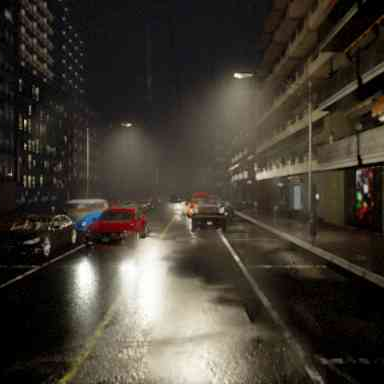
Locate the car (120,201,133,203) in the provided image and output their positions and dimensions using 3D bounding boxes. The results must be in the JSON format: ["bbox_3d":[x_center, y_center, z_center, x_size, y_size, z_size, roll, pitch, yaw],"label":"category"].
[{"bbox_3d":[-5.692,1.492,23.586,1.887,1.381,4.507,0,0,0],"label":"car"}]

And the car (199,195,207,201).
[{"bbox_3d":[2.691,1.433,84.337,1.947,1.339,4.313,0,0,0],"label":"car"}]

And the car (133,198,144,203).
[{"bbox_3d":[-5.692,1.502,29.109,1.947,1.339,4.313,0,0,0],"label":"car"}]

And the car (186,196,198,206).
[{"bbox_3d":[0.002,1.406,52.119,1.837,1.490,4.892,0,0,0],"label":"car"}]

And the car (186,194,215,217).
[{"bbox_3d":[0.657,1.282,29.402,2.097,1.767,4.553,0,0,0],"label":"car"}]

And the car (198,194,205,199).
[{"bbox_3d":[2.690,1.387,95.552,1.752,1.417,4.829,0,0,0],"label":"car"}]

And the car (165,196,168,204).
[{"bbox_3d":[-5.691,1.447,56.723,2.008,1.369,4.403,0,0,0],"label":"car"}]

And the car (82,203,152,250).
[{"bbox_3d":[-3.100,1.444,14.414,1.882,1.535,5.008,0,0,0],"label":"car"}]

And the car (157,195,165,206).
[{"bbox_3d":[-5.692,1.453,51.199,2.008,1.369,4.403,0,0,0],"label":"car"}]

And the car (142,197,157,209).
[{"bbox_3d":[-5.692,1.358,40.155,1.967,1.590,4.097,0,0,0],"label":"car"}]

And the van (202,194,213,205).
[{"bbox_3d":[2.689,1.236,56.721,1.690,1.788,3.998,0,0,0],"label":"van"}]

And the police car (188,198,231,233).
[{"bbox_3d":[0.901,1.381,19.547,1.930,1.638,5.238,0,0,0],"label":"police car"}]

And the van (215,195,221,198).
[{"bbox_3d":[2.688,1.258,40.153,1.690,1.788,3.998,0,0,0],"label":"van"}]

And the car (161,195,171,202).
[{"bbox_3d":[-5.691,1.442,73.291,1.947,1.339,4.313,0,0,0],"label":"car"}]

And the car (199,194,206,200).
[{"bbox_3d":[2.690,1.389,90.029,1.752,1.417,4.829,0,0,0],"label":"car"}]

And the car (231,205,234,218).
[{"bbox_3d":[2.689,1.487,29.108,2.008,1.369,4.403,0,0,0],"label":"car"}]

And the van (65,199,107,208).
[{"bbox_3d":[-5.693,1.300,18.062,1.690,1.788,3.998,0,0,0],"label":"van"}]

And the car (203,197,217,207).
[{"bbox_3d":[2.689,1.446,51.199,1.887,1.381,4.507,0,0,0],"label":"car"}]

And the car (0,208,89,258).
[{"bbox_3d":[-5.693,1.522,12.540,2.008,1.369,4.403,0,0,0],"label":"car"}]

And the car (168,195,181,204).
[{"bbox_3d":[-2.998,1.298,58.637,2.097,1.767,4.553,0,0,0],"label":"car"}]

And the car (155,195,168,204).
[{"bbox_3d":[-5.692,1.329,62.246,1.967,1.590,4.097,0,0,0],"label":"car"}]
